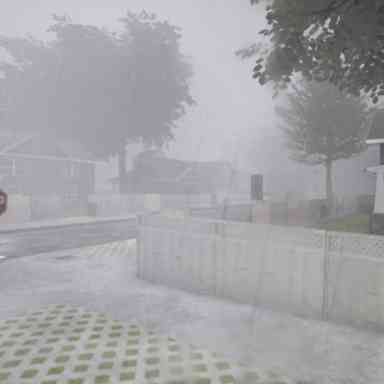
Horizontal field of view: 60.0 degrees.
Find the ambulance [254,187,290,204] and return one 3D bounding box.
[{"bbox_3d":[9.231,0.636,38.237,2.351,2.431,6.366,1,1,35],"label":"ambulance"}]
